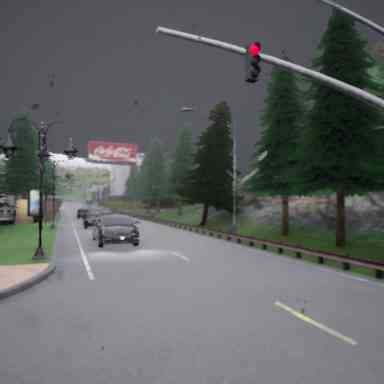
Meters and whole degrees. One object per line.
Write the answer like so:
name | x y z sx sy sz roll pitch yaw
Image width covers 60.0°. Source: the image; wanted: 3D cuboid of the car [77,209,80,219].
car | -12.008 2.366 37.983 1.994 1.385 4.181 1 -2 -21

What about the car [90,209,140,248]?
car | -3.889 1.821 16.780 1.837 1.490 4.892 1 -2 -21

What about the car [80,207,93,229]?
car | -7.468 2.094 26.112 1.994 1.385 4.181 1 -2 -21
